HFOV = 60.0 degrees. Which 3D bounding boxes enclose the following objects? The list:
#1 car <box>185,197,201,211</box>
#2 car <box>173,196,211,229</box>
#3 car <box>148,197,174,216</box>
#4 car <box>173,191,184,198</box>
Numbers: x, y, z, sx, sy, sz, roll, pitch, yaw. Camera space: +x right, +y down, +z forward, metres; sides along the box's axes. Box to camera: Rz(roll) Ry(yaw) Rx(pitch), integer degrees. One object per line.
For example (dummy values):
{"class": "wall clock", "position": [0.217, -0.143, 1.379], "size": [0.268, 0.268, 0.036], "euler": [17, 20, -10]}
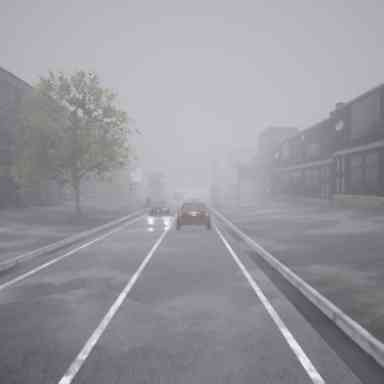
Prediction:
{"class": "car", "position": [0.092, 1.461, 40.397], "size": [1.837, 1.490, 4.892], "euler": [0, 0, 0]}
{"class": "car", "position": [0.094, 1.364, 21.923], "size": [2.097, 1.767, 4.553], "euler": [0, 0, 0]}
{"class": "car", "position": [-3.100, 1.499, 32.683], "size": [1.837, 1.490, 4.892], "euler": [0, 0, 0]}
{"class": "car", "position": [-3.015, 0.830, 73.809], "size": [2.150, 2.045, 5.566], "euler": [0, 1, 0]}
